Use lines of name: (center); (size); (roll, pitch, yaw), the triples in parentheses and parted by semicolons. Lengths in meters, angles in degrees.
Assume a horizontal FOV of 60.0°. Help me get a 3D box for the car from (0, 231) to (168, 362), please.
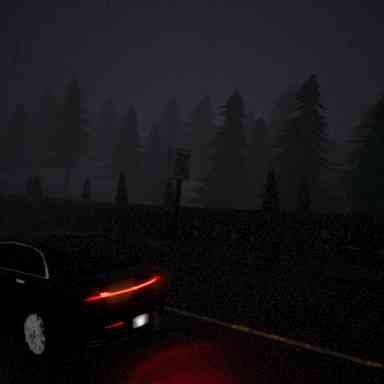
car: (-2.656, 1.470, 5.885); (4.892, 1.490, 1.837); (0, 0, 35)
